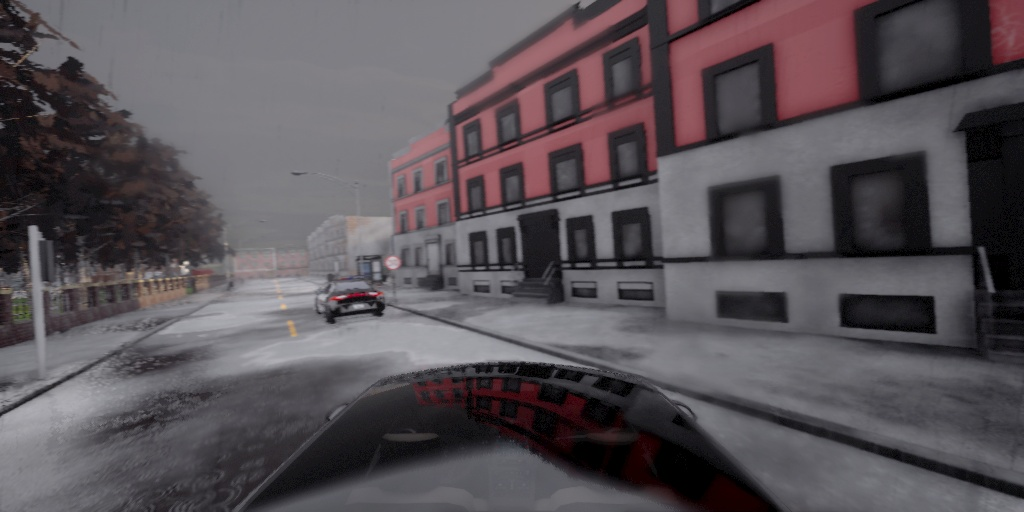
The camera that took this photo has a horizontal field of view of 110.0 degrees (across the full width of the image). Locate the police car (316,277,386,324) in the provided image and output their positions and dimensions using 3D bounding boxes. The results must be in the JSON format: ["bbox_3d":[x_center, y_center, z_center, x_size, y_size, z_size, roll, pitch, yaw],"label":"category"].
[{"bbox_3d":[-6.678,1.664,14.487,2.038,1.542,4.974,-4,0,-34],"label":"police car"}]
